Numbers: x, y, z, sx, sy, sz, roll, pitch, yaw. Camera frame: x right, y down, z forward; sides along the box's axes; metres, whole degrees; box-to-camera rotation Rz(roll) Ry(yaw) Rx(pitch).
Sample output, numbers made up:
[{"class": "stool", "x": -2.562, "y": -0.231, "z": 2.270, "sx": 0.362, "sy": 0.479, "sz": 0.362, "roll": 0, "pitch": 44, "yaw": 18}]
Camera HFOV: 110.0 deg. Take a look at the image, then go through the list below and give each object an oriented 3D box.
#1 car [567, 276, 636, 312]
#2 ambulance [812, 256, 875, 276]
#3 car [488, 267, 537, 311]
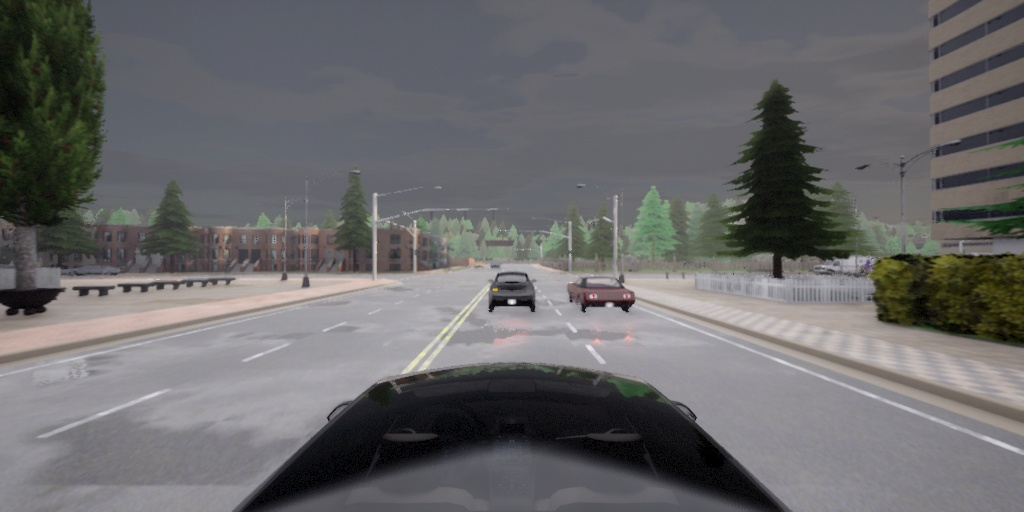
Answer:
[{"class": "car", "x": 3.511, "y": 1.500, "z": 15.074, "sx": 1.895, "sy": 1.301, "sz": 4.718, "roll": 0, "pitch": -1, "yaw": 0}, {"class": "ambulance", "x": 41.238, "y": 1.276, "z": 44.736, "sx": 6.366, "sy": 2.431, "sz": 2.351, "roll": 0, "pitch": -1, "yaw": 0}, {"class": "car", "x": 0.014, "y": 1.408, "z": 15.335, "sx": 1.837, "sy": 1.490, "sz": 4.892, "roll": 0, "pitch": 0, "yaw": 0}]
